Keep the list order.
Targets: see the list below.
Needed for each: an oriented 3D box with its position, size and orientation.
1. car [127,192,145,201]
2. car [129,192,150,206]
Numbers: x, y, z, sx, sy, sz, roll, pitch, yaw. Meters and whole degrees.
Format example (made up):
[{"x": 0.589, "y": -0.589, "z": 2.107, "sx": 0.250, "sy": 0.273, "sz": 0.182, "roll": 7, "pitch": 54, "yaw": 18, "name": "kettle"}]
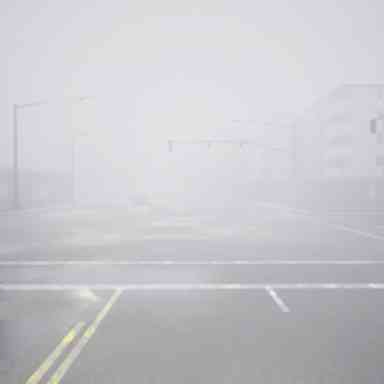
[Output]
[{"x": -10.093, "y": 0.777, "z": 59.564, "sx": 2.128, "sy": 1.511, "sz": 4.902, "roll": 0, "pitch": 1, "yaw": -23, "name": "car"}, {"x": -6.522, "y": 1.064, "z": 43.256, "sx": 2.033, "sy": 1.411, "sz": 5.357, "roll": 0, "pitch": 1, "yaw": -2, "name": "car"}]
